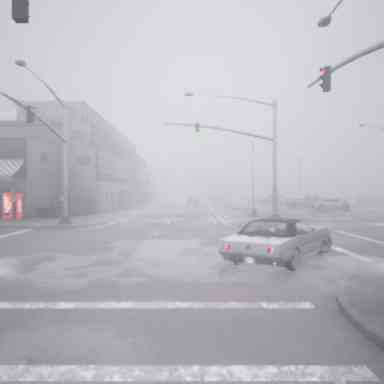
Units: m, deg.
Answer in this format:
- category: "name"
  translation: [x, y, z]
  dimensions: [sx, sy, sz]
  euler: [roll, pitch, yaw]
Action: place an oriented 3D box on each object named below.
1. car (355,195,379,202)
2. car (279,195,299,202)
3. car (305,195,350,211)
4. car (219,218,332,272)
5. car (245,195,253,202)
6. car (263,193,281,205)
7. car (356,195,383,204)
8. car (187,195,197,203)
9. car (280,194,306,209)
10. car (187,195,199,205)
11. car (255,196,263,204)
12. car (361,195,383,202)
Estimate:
- category: "car"
  translation: [39.956, 1.448, 75.883]
  dimensions: [4.514, 1.523, 2.007]
  euler: [0, 0, 0]
- category: "car"
  translation: [21.341, 1.489, 72.900]
  dimensions: [3.806, 1.475, 1.970]
  euler: [0, 0, 0]
- category: "car"
  translation: [14.506, 1.291, 35.182]
  dimensions: [3.806, 1.475, 1.970]
  euler: [0, 0, 0]
- category: "car"
  translation: [2.848, 1.471, 10.456]
  dimensions: [1.895, 1.301, 4.718]
  euler: [-1, 0, 37]
- category: "car"
  translation: [13.922, 1.483, 75.883]
  dimensions: [3.633, 1.501, 1.845]
  euler: [0, 0, 0]
- category: "car"
  translation: [14.189, 1.159, 54.394]
  dimensions: [3.866, 1.878, 1.905]
  euler: [0, 0, 0]
- category: "car"
  translation: [32.329, 1.410, 60.903]
  dimensions: [3.633, 1.501, 1.845]
  euler: [0, 0, 0]
- category: "car"
  translation: [0.033, 1.441, 69.448]
  dimensions: [2.097, 1.767, 4.553]
  euler: [0, 0, 0]
- category: "car"
  translation: [14.184, 1.220, 41.599]
  dimensions: [5.027, 1.636, 2.152]
  euler: [0, 0, 0]
- category: "car"
  translation: [0.124, 1.426, 59.322]
  dimensions: [2.097, 1.767, 4.553]
  euler: [0, 0, 0]
- category: "car"
  translation: [13.778, 1.183, 57.300]
  dimensions: [4.605, 1.855, 1.932]
  euler: [0, 0, 0]
- category: "car"
  translation: [40.007, 1.435, 72.746]
  dimensions: [5.027, 1.636, 2.152]
  euler: [0, 0, 0]
